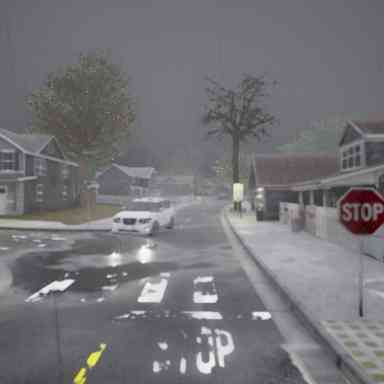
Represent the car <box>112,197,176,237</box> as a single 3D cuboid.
[{"bbox_3d":[-2.528,1.375,19.095,2.150,2.045,5.566,2,1,13],"label":"car"}]
